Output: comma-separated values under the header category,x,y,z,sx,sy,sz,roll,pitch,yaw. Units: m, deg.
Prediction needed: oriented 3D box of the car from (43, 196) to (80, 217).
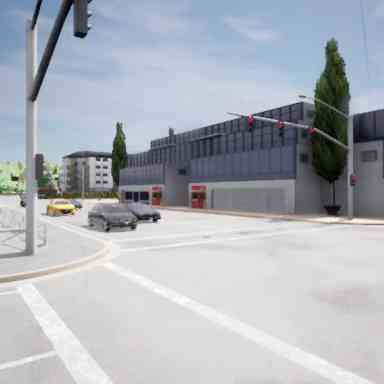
category,x,y,z,sx,sy,sz,roll,pitch,yaw
car,-12.607,1.474,31.821,1.882,1.535,5.008,0,0,-34

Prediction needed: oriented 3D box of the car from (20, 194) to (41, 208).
category,x,y,z,sx,sy,sz,roll,pitch,yaw
car,-24.463,1.490,49.714,2.128,1.511,4.902,0,0,-34

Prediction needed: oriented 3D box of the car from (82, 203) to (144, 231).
category,x,y,z,sx,sy,sz,roll,pitch,yaw
car,-5.018,1.501,20.594,1.837,1.490,4.892,0,0,-35

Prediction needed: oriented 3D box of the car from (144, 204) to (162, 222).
category,x,y,z,sx,sy,sz,roll,pitch,yaw
car,-4.358,1.543,25.824,2.033,1.411,5.357,0,0,-34

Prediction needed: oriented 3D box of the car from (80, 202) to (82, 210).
category,x,y,z,sx,sy,sz,roll,pitch,yaw
car,-15.543,1.543,42.529,2.033,1.411,5.357,0,0,-34
